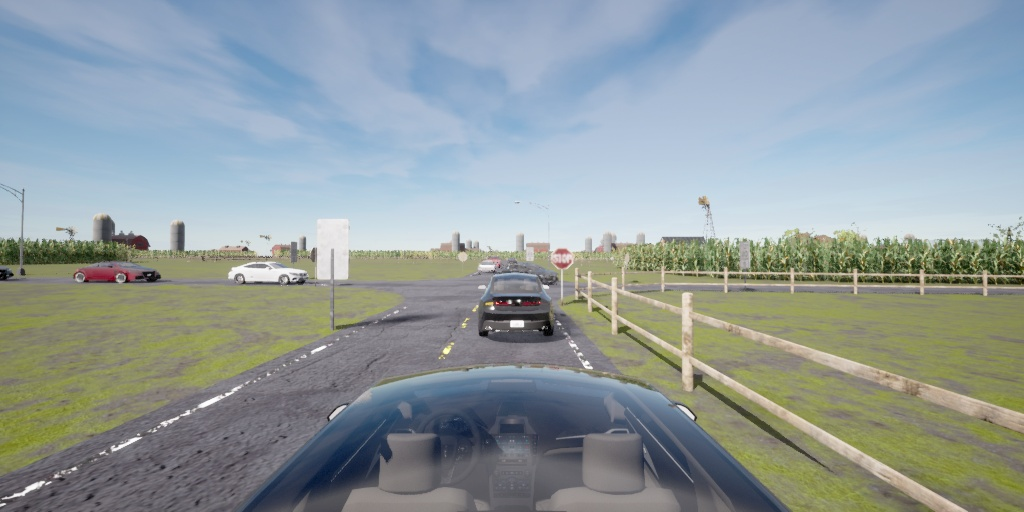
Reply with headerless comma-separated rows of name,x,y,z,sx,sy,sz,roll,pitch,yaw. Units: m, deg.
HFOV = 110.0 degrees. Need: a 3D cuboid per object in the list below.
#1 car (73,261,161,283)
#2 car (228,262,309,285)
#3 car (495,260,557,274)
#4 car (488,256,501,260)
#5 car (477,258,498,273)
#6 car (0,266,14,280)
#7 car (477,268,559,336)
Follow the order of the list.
car,-25.574,1.030,23.331,4.181,1.385,1.994,1,-1,1
car,-15.725,1.095,23.263,4.674,1.442,1.812,1,-1,2
car,1.212,1.290,26.287,1.837,1.490,4.892,-1,2,-43
car,-2.874,0.947,56.367,2.150,2.045,5.566,0,0,0
car,-2.881,1.263,41.617,1.812,1.442,4.674,0,0,0
car,-35.788,0.867,23.360,4.892,1.490,1.837,1,-1,0
car,0.066,1.256,10.355,1.837,1.490,4.892,0,0,-1
